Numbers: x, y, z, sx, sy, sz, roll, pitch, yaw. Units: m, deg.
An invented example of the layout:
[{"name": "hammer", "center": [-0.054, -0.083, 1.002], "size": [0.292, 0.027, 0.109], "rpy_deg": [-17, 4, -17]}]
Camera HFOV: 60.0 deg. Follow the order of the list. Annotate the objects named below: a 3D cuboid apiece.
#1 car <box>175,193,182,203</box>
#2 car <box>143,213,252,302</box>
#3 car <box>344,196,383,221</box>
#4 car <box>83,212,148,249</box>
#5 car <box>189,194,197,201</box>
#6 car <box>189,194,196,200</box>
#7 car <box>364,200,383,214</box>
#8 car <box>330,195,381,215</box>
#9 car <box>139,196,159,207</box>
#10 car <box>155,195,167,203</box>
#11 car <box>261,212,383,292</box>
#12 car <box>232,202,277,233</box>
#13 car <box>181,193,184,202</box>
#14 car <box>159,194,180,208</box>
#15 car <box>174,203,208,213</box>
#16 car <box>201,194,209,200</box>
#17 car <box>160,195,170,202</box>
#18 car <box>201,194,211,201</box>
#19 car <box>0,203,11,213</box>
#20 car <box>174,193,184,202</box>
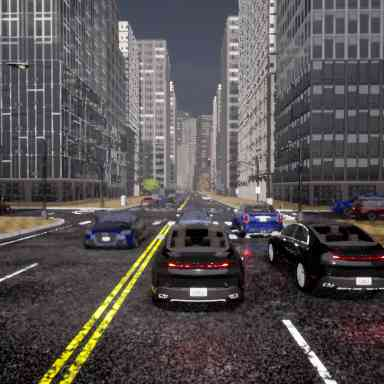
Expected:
[{"name": "car", "center": [-3.177, 1.460, 57.600], "size": [1.837, 1.490, 4.892], "rpy_deg": [0, 0, 0]}, {"name": "car", "center": [0.120, 1.501, 8.230], "size": [1.837, 1.490, 4.892], "rpy_deg": [0, 0, 0]}, {"name": "car", "center": [16.278, 1.519, 28.496], "size": [5.009, 1.841, 2.192], "rpy_deg": [1, 0, 1]}, {"name": "car", "center": [-3.158, 1.557, 14.406], "size": [1.994, 1.385, 4.181], "rpy_deg": [0, 0, 2]}, {"name": "car", "center": [0.218, 1.450, 80.171], "size": [1.812, 1.442, 4.674], "rpy_deg": [0, 0, 0]}, {"name": "car", "center": [0.245, 1.387, 90.165], "size": [1.882, 1.535, 5.008], "rpy_deg": [0, 0, 0]}, {"name": "car", "center": [21.909, 1.643, 36.767], "size": [4.829, 1.417, 1.752], "rpy_deg": [1, 0, 1]}, {"name": "car", "center": [17.298, 1.341, 34.255], "size": [5.566, 2.045, 2.150], "rpy_deg": [1, 1, 2]}, {"name": "car", "center": [-6.455, 1.491, 49.034], "size": [1.812, 1.442, 4.674], "rpy_deg": [0, 0, 2]}, {"name": "car", "center": [-6.335, 1.421, 67.643], "size": [1.882, 1.535, 5.008], "rpy_deg": [0, 0, 0]}, {"name": "car", "center": [3.374, 1.500, 8.936], "size": [1.837, 1.490, 4.892], "rpy_deg": [0, 0, 0]}, {"name": "car", "center": [3.397, 1.342, 18.019], "size": [2.097, 1.767, 4.553], "rpy_deg": [0, 0, 0]}, {"name": "car", "center": [-3.091, 1.469, 67.421], "size": [1.812, 1.442, 4.674], "rpy_deg": [0, 0, 1]}, {"name": "car", "center": [-3.209, 1.471, 48.261], "size": [1.837, 1.490, 4.892], "rpy_deg": [0, 0, 0]}, {"name": "car", "center": [0.148, 1.538, 17.785], "size": [2.033, 1.411, 5.357], "rpy_deg": [0, 0, 0]}, {"name": "car", "center": [3.496, 1.408, 90.808], "size": [1.837, 1.490, 4.892], "rpy_deg": [0, 0, 0]}, {"name": "car", "center": [-6.289, 1.453, 77.913], "size": [1.812, 1.442, 4.674], "rpy_deg": [0, 0, 0]}, {"name": "car", "center": [3.470, 1.520, 80.874], "size": [1.895, 1.301, 4.718], "rpy_deg": [0, 0, 0]}, {"name": "car", "center": [-20.028, 1.315, 31.783], "size": [5.008, 1.535, 1.882], "rpy_deg": [1, 1, 1]}, {"name": "car", "center": [-3.039, 1.154, 77.873], "size": [2.150, 2.045, 5.566], "rpy_deg": [0, 0, 0]}]
